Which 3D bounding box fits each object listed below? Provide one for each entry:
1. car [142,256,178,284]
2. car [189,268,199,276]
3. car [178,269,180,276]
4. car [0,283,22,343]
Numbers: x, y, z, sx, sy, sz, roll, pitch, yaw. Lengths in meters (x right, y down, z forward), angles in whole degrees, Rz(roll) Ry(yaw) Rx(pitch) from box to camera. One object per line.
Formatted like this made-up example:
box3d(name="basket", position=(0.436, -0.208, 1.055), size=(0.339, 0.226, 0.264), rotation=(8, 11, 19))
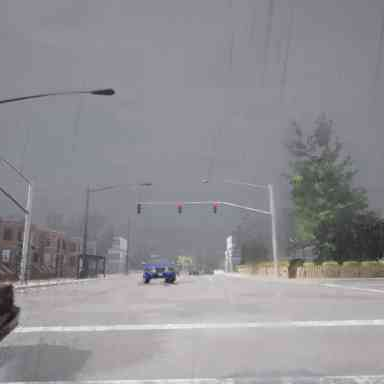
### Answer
box3d(name="car", position=(-2.719, 6.036, 25.899), size=(2.150, 2.045, 5.566), rotation=(1, -14, -10))
box3d(name="car", position=(0.362, 14.644, 61.299), size=(2.033, 1.411, 5.357), rotation=(-1, -13, 0))
box3d(name="car", position=(-3.247, 14.657, 61.300), size=(1.837, 1.490, 4.892), rotation=(-1, -14, 0))
box3d(name="car", position=(-3.619, 1.635, 2.924), size=(2.033, 1.411, 5.357), rotation=(-1, -3, 0))
